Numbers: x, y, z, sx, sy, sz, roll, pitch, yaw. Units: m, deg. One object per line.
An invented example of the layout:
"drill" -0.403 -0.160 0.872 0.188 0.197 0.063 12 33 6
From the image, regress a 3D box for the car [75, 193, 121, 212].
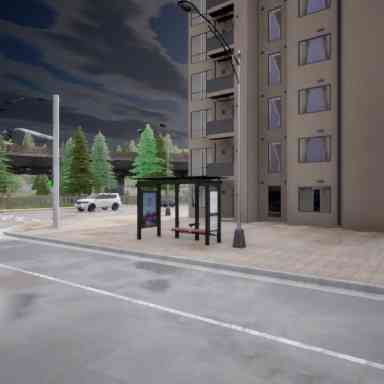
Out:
"car" -10.742 1.166 38.486 2.150 2.045 5.566 0 0 37

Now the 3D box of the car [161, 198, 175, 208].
"car" -4.240 1.492 46.452 2.033 1.411 5.357 0 0 44
